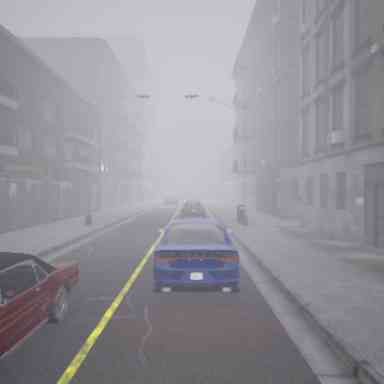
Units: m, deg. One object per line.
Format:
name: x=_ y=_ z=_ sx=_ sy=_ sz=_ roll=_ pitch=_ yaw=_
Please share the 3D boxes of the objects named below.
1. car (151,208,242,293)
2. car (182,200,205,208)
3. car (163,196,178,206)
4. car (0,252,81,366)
car: x=0.098 y=1.418 z=8.740 sx=1.882 sy=1.535 sz=5.008 roll=0 pitch=0 yaw=0
car: x=0.097 y=1.375 z=27.695 sx=1.994 sy=1.385 sz=4.181 roll=0 pitch=0 yaw=0
car: x=-3.005 y=1.277 z=48.054 sx=1.994 sy=1.385 sz=4.181 roll=0 pitch=0 yaw=0
car: x=-3.102 y=1.571 z=4.253 sx=1.895 sy=1.301 sz=4.718 roll=0 pitch=0 yaw=0
